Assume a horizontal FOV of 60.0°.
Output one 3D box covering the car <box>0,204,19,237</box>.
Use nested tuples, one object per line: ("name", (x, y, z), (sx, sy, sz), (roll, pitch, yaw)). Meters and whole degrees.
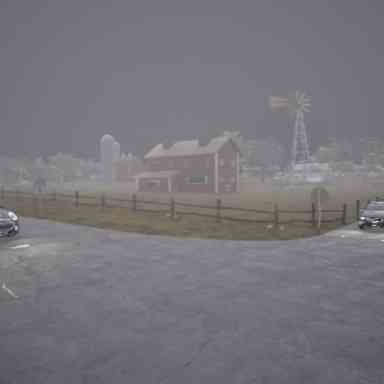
("car", (-9.110, 0.934, 13.744), (4.553, 1.767, 2.097), (2, 3, 36))

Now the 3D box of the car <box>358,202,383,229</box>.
("car", (11.299, 1.360, 19.766), (1.837, 1.490, 4.892), (1, 1, 38))
